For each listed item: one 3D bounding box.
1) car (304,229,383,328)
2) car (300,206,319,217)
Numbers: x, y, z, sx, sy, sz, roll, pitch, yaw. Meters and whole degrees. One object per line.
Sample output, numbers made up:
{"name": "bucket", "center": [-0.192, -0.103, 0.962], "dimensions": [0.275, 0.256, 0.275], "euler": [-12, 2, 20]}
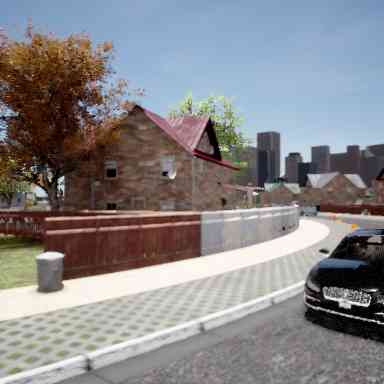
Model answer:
{"name": "car", "center": [4.136, 1.629, 7.274], "dimensions": [1.837, 1.490, 4.892], "euler": [0, 0, 42]}
{"name": "car", "center": [16.512, 2.808, 48.421], "dimensions": [2.033, 1.411, 5.357], "euler": [0, -2, -2]}
